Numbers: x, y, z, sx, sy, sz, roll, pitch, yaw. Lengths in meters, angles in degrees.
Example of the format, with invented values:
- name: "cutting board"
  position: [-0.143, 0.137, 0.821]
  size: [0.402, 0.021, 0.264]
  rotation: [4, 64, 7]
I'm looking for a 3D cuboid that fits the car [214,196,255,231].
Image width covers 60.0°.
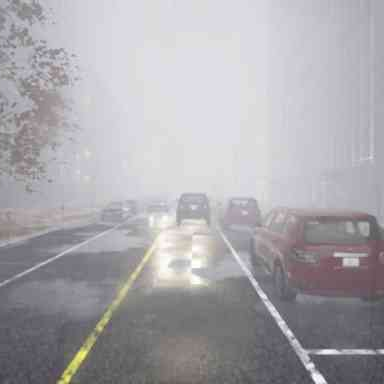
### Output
- name: "car"
  position: [2.691, 1.160, 19.409]
  size: [2.192, 1.841, 5.009]
  rotation: [0, 0, 0]

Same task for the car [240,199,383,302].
- name: "car"
  position: [2.693, 1.251, 8.025]
  size: [2.192, 1.841, 5.009]
  rotation: [0, 0, 0]

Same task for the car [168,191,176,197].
- name: "car"
  position: [-5.705, 0.643, 93.415]
  size: [1.967, 1.590, 4.097]
  rotation: [0, 1, 0]

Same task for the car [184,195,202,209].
- name: "car"
  position: [0.091, 1.154, 41.355]
  size: [2.128, 1.511, 4.902]
  rotation: [0, 1, 0]

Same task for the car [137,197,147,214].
- name: "car"
  position: [-5.694, 1.317, 30.805]
  size: [1.947, 1.339, 4.313]
  rotation: [0, 0, 0]

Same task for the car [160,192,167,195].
- name: "car"
  position: [-5.698, 1.108, 53.573]
  size: [2.008, 1.369, 4.403]
  rotation: [0, 0, 0]

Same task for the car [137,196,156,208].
- name: "car"
  position: [-5.695, 1.237, 42.188]
  size: [1.802, 1.307, 4.206]
  rotation: [0, 0, 0]

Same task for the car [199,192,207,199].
- name: "car"
  position: [2.678, 0.747, 82.019]
  size: [1.967, 1.590, 4.097]
  rotation: [0, 1, 0]

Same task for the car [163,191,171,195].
- name: "car"
  position: [-5.700, 1.003, 64.957]
  size: [1.887, 1.381, 4.507]
  rotation: [0, 1, 0]

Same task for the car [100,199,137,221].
- name: "car"
  position: [-5.692, 1.349, 25.113]
  size: [2.008, 1.369, 4.403]
  rotation: [0, 0, 0]

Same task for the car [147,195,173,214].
- name: "car"
  position: [-3.103, 1.308, 31.714]
  size: [1.994, 1.385, 4.181]
  rotation: [0, 0, 0]

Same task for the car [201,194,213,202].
- name: "car"
  position: [2.682, 1.074, 59.254]
  size: [1.947, 1.339, 4.313]
  rotation: [0, 1, 0]

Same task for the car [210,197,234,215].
- name: "car"
  position: [2.687, 1.276, 30.964]
  size: [1.752, 1.417, 4.829]
  rotation: [0, 0, 0]

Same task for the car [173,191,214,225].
- name: "car"
  position: [0.098, 1.041, 22.447]
  size: [2.150, 2.045, 5.566]
  rotation: [0, 0, 0]
